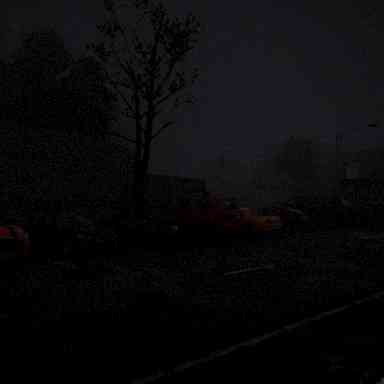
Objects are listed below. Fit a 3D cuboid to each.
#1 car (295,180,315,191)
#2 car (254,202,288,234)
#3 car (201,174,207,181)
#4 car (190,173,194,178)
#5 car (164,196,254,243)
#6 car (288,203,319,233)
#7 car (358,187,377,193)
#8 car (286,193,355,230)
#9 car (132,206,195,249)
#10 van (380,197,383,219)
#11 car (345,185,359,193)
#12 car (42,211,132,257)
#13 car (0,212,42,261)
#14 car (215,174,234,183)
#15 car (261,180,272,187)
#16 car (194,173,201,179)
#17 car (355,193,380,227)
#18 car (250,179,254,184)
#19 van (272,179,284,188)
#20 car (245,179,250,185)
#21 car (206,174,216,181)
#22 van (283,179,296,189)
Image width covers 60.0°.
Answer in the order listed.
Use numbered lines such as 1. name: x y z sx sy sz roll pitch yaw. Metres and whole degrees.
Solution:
1. car: 22.607 -0.991 65.166 2.231 1.521 4.892 7 3 35
2. car: 2.168 1.504 18.285 5.366 1.575 1.946 -1 -1 35
3. car: 5.195 -3.849 89.732 2.185 1.767 4.553 6 3 34
4. car: 1.689 -4.361 94.547 2.435 2.045 5.566 1 -1 34
5. car: -0.150 1.249 16.455 5.566 2.045 2.435 -1 -1 34
6. car: 4.773 1.550 19.915 4.674 1.452 2.002 -1 -1 35
7. car: 29.518 0.137 55.315 2.002 1.452 4.674 7 3 35
8. car: 7.199 1.264 21.675 5.566 2.045 2.435 -1 -1 35
9. car: -2.593 1.525 14.708 4.792 1.488 2.163 -1 -1 34
10. van: 12.248 1.298 25.055 4.442 1.987 1.878 -1 -1 35
11. car: 27.824 -0.425 57.786 2.435 2.045 5.566 7 3 35
12. car: -5.011 1.495 12.959 4.892 1.521 2.231 -1 -1 34
13. car: -7.476 1.367 11.231 4.553 1.767 2.185 -1 -1 34
14. car: 8.845 -3.175 85.011 1.946 1.575 5.366 7 3 34
15. car: 17.536 -1.811 72.726 1.946 1.575 5.366 7 3 35
16. car: 3.463 -4.084 92.201 2.185 1.767 4.553 4 1 33
17. car: 9.711 1.268 23.383 5.566 2.045 2.435 -1 -1 35
18. car: 15.703 -2.042 75.045 2.002 1.452 4.674 7 3 35
19. van: 19.113 -1.763 69.996 1.878 1.987 4.442 7 4 35
20. car: 13.958 -2.316 77.505 2.002 1.452 4.674 7 3 35
21. car: 6.992 -3.697 87.268 2.435 2.045 5.566 7 3 34
22. van: 20.845 -1.490 67.527 1.878 1.987 4.442 7 4 35
